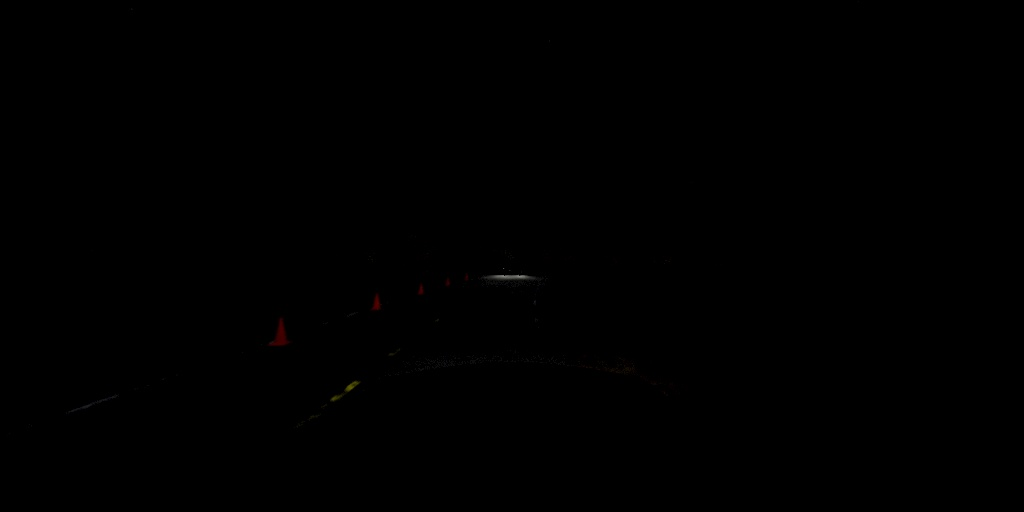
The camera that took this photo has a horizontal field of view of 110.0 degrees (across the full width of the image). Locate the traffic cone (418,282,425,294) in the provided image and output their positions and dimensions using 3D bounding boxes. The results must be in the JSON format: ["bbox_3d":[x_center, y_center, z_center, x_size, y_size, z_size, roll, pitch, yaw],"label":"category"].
[{"bbox_3d":[-4.557,1.611,17.981,0.340,0.580,0.340,0,0,4],"label":"traffic cone"}]

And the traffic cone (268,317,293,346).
[{"bbox_3d":[-5.067,1.629,7.862,0.340,0.580,0.340,0,0,1],"label":"traffic cone"}]

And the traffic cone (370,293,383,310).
[{"bbox_3d":[-4.874,1.619,12.925,0.340,0.580,0.340,0,0,3],"label":"traffic cone"}]

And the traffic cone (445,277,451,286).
[{"bbox_3d":[-4.116,1.604,23.028,0.340,0.580,0.340,0,0,6],"label":"traffic cone"}]

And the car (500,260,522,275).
[{"bbox_3d":[-0.054,1.169,37.387,1.837,1.490,4.892,1,0,4],"label":"car"}]

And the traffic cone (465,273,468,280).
[{"bbox_3d":[-3.551,1.599,28.063,0.340,0.580,0.340,0,0,7],"label":"traffic cone"}]
